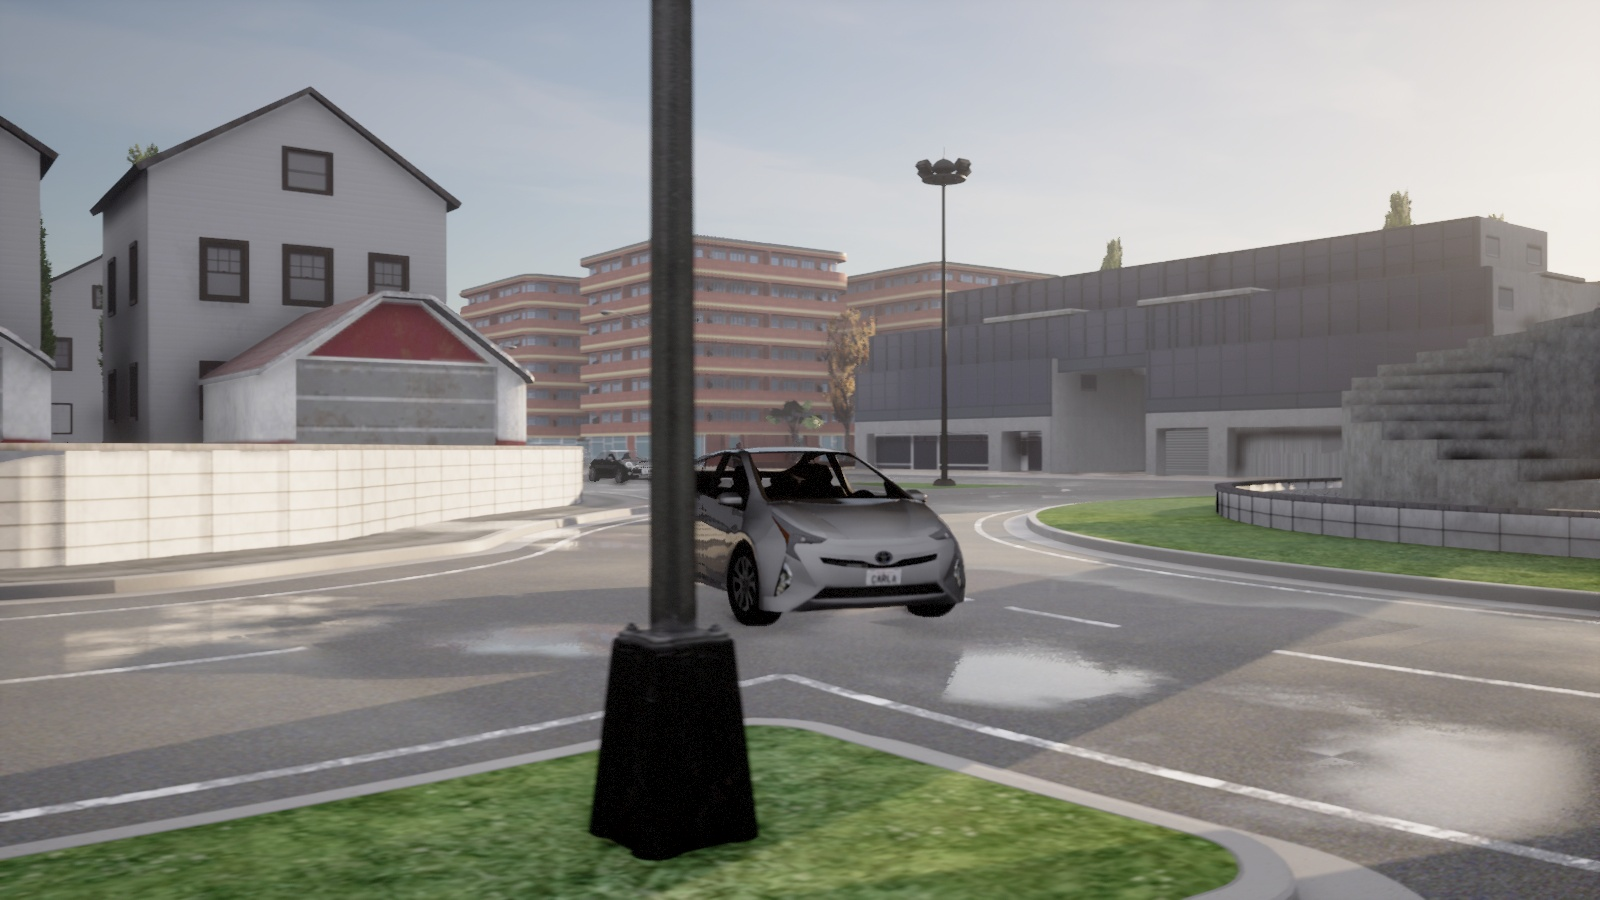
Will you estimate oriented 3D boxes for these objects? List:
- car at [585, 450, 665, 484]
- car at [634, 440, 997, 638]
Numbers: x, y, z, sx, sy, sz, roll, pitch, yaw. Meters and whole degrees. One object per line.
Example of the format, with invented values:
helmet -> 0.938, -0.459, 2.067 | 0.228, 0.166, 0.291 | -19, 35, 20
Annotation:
car -> -7.985, 0.734, 57.158 | 1.970, 1.475, 3.806 | 0, 0, -37
car -> -0.102, 0.687, 12.188 | 2.007, 1.525, 4.514 | 0, 0, -21
